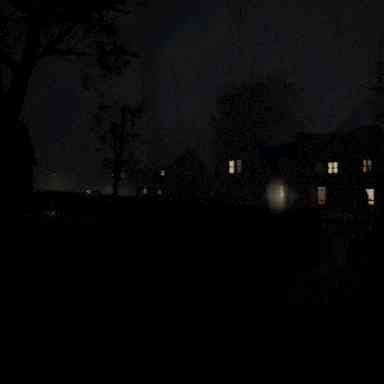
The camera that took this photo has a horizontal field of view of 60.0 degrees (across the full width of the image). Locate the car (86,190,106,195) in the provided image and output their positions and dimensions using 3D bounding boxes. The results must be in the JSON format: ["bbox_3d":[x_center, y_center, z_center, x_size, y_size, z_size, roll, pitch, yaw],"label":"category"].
[{"bbox_3d":[-12.477,0.492,42.874,2.033,1.411,5.357,-1,2,-35],"label":"car"}]

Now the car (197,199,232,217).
[{"bbox_3d":[1.892,1.185,22.847,1.895,1.301,4.718,-1,2,-36],"label":"car"}]
